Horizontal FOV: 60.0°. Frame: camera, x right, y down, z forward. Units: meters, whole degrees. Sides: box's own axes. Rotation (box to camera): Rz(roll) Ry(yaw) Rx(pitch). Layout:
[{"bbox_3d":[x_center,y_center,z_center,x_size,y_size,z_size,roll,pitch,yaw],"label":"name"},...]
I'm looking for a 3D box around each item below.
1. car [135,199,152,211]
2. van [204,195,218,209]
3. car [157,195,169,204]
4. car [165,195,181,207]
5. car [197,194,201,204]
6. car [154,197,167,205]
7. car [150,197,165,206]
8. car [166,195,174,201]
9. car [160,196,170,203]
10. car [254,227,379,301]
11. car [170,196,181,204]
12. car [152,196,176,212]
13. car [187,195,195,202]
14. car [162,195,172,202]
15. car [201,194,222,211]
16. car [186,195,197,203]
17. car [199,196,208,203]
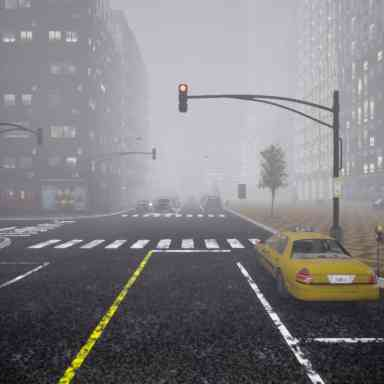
[{"bbox_3d":[-5.810,1.568,40.483,2.008,1.369,4.403,0,0,0],"label":"car"},{"bbox_3d":[2.552,1.364,46.033,1.690,1.788,3.998,0,0,0],"label":"van"},{"bbox_3d":[-5.892,1.497,68.116,1.967,1.590,4.097,0,0,0],"label":"car"},{"bbox_3d":[-3.240,1.519,49.637,2.128,1.511,4.902,0,0,0],"label":"car"},{"bbox_3d":[2.504,1.362,62.613,2.192,1.841,5.009,0,0,0],"label":"car"},{"bbox_3d":[-5.875,1.592,62.588,1.887,1.381,4.507,0,0,0],"label":"car"},{"bbox_3d":[-5.859,1.588,57.062,2.008,1.369,4.403,0,0,0],"label":"car"},{"bbox_3d":[-5.954,1.624,90.052,1.752,1.417,4.829,0,0,0],"label":"car"},{"bbox_3d":[-5.907,1.648,73.643,1.802,1.307,4.206,0,0,0],"label":"car"},{"bbox_3d":[2.663,1.526,8.264,1.752,1.417,4.829,0,0,0],"label":"car"},{"bbox_3d":[-3.224,1.559,66.452,1.837,1.490,4.892,0,0,0],"label":"car"},{"bbox_3d":[-3.212,1.520,38.683,1.837,1.490,4.892,0,0,0],"label":"car"},{"bbox_3d":[-0.230,1.469,79.693,1.882,1.535,5.008,0,0,0],"label":"car"},{"bbox_3d":[-5.924,1.517,79.169,1.967,1.590,4.097,0,0,0],"label":"car"},{"bbox_3d":[2.568,1.332,40.507,2.192,1.841,5.009,0,0,0],"label":"car"},{"bbox_3d":[-0.202,1.612,69.692,1.994,1.385,4.181,0,0,0],"label":"car"},{"bbox_3d":[2.473,1.611,73.667,1.887,1.381,4.507,0,0,0],"label":"car"}]
